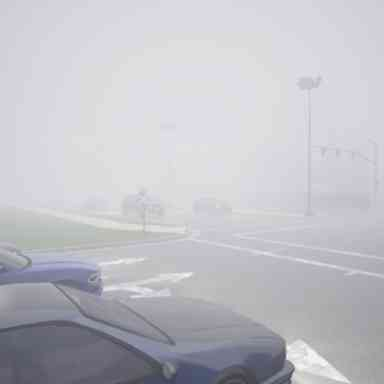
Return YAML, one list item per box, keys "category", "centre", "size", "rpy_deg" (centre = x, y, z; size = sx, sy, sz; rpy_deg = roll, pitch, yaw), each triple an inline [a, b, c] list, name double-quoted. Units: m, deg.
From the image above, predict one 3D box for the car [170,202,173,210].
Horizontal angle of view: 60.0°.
- category: "car"
  centre: [-4.305, 1.477, 41.889]
  size: [2.128, 1.511, 4.902]
  rpy_deg: [0, 0, -36]

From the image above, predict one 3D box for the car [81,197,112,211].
- category: "car"
  centre: [-12.100, 1.481, 40.700]
  size: [2.128, 1.511, 4.902]
  rpy_deg: [0, 0, -36]

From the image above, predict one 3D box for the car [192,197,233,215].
- category: "car"
  centre: [1.968, 1.338, 33.296]
  size: [2.097, 1.767, 4.553]
  rpy_deg: [0, 0, -36]

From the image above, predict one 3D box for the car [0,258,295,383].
- category: "car"
  centre: [-1.541, 1.547, 2.662]
  size: [5.357, 1.411, 2.033]
  rpy_deg: [0, 0, -35]

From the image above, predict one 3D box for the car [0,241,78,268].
- category: "car"
  centre: [-3.935, 1.478, 5.259]
  size: [5.008, 1.535, 1.882]
  rpy_deg: [0, 0, -35]

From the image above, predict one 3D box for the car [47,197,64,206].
- category: "car"
  centre: [-22.928, 1.555, 55.774]
  size: [1.994, 1.385, 4.181]
  rpy_deg: [0, 0, -35]

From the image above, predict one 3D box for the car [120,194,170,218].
- category: "car"
  centre: [-4.628, 1.212, 30.455]
  size: [2.150, 2.045, 5.566]
  rpy_deg: [0, 0, -36]

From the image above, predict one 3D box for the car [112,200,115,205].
- category: "car"
  centre: [-14.943, 1.534, 56.609]
  size: [2.033, 1.411, 5.357]
  rpy_deg: [0, 0, -35]

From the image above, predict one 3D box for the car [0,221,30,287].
- category: "car"
  centre: [-6.298, 1.565, 7.873]
  size: [4.181, 1.385, 1.994]
  rpy_deg: [0, 0, -35]
